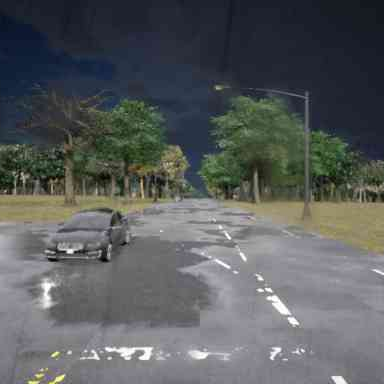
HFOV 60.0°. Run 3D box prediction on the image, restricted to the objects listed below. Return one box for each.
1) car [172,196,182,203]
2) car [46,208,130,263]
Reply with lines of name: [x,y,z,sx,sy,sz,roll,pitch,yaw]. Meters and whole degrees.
car: [-3.305,1.748,74.113,2.128,1.511,4.902,0,0,1]
car: [-3.467,1.390,11.908,1.837,1.490,4.892,1,2,0]
